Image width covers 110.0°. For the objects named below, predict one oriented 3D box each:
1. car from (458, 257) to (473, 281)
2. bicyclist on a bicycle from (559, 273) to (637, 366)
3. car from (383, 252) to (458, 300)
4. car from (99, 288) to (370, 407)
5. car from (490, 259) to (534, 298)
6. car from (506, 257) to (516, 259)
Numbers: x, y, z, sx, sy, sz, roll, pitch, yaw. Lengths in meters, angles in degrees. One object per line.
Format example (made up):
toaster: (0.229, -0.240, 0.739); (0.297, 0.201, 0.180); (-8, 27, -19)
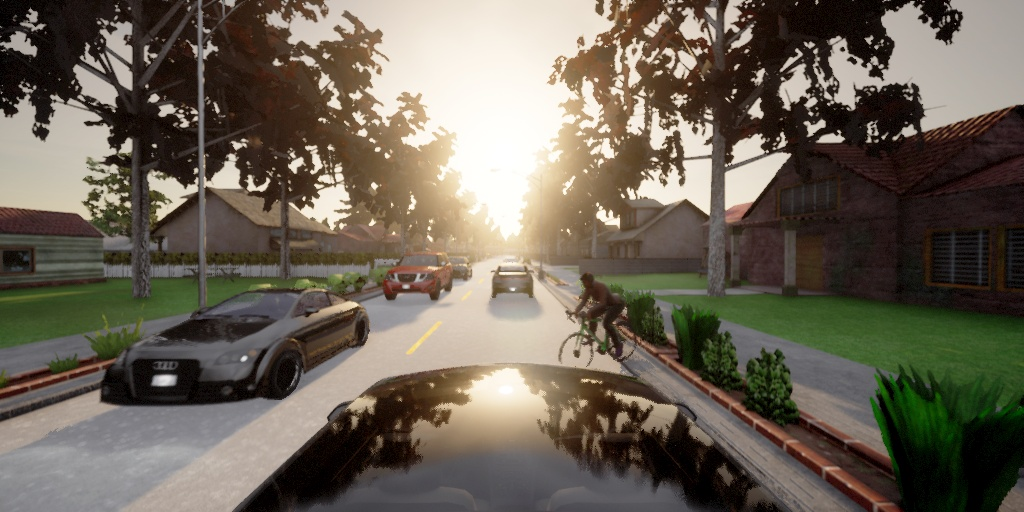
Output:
car: (-4.203, 0.849, 26.907); (2.097, 1.767, 4.553); (0, 1, 0)
bicyclist on a bicycle: (1.443, 1.082, 6.016); (1.656, 1.620, 0.582); (-6, 3, -26)
car: (-4.170, 0.820, 16.831); (2.150, 2.045, 5.566); (0, 1, 0)
car: (-4.115, 1.269, 6.228); (1.994, 1.385, 4.181); (0, 1, 0)
car: (0.021, 1.097, 17.370); (1.837, 1.490, 4.892); (0, 1, 0)
car: (-0.121, 0.871, 41.969); (1.812, 1.442, 4.674); (0, 0, 0)
